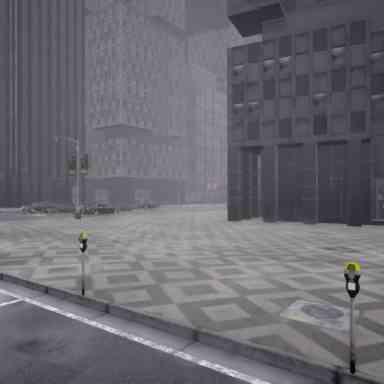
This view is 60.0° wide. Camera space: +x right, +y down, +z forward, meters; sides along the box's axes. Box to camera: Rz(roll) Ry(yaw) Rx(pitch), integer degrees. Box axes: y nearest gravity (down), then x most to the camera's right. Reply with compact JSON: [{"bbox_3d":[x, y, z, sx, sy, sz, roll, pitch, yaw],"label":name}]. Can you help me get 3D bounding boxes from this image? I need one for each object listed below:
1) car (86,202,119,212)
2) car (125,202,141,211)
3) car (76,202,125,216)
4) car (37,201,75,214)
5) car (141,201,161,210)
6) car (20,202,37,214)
[{"bbox_3d":[-13.780,2.283,51.335,1.895,1.301,4.718,0,-1,36],"label":"car"},{"bbox_3d":[-10.696,2.237,50.060,2.033,1.411,5.357,0,-1,36],"label":"car"},{"bbox_3d":[-10.606,2.007,38.691,1.837,1.490,4.892,0,-1,36],"label":"car"},{"bbox_3d":[-16.659,2.059,41.763,1.994,1.385,4.181,0,-1,35],"label":"car"},{"bbox_3d":[-7.769,2.356,59.644,1.882,1.535,5.008,0,-1,36],"label":"car"},{"bbox_3d":[-19.644,1.983,43.158,2.128,1.511,4.902,0,-1,36],"label":"car"}]
